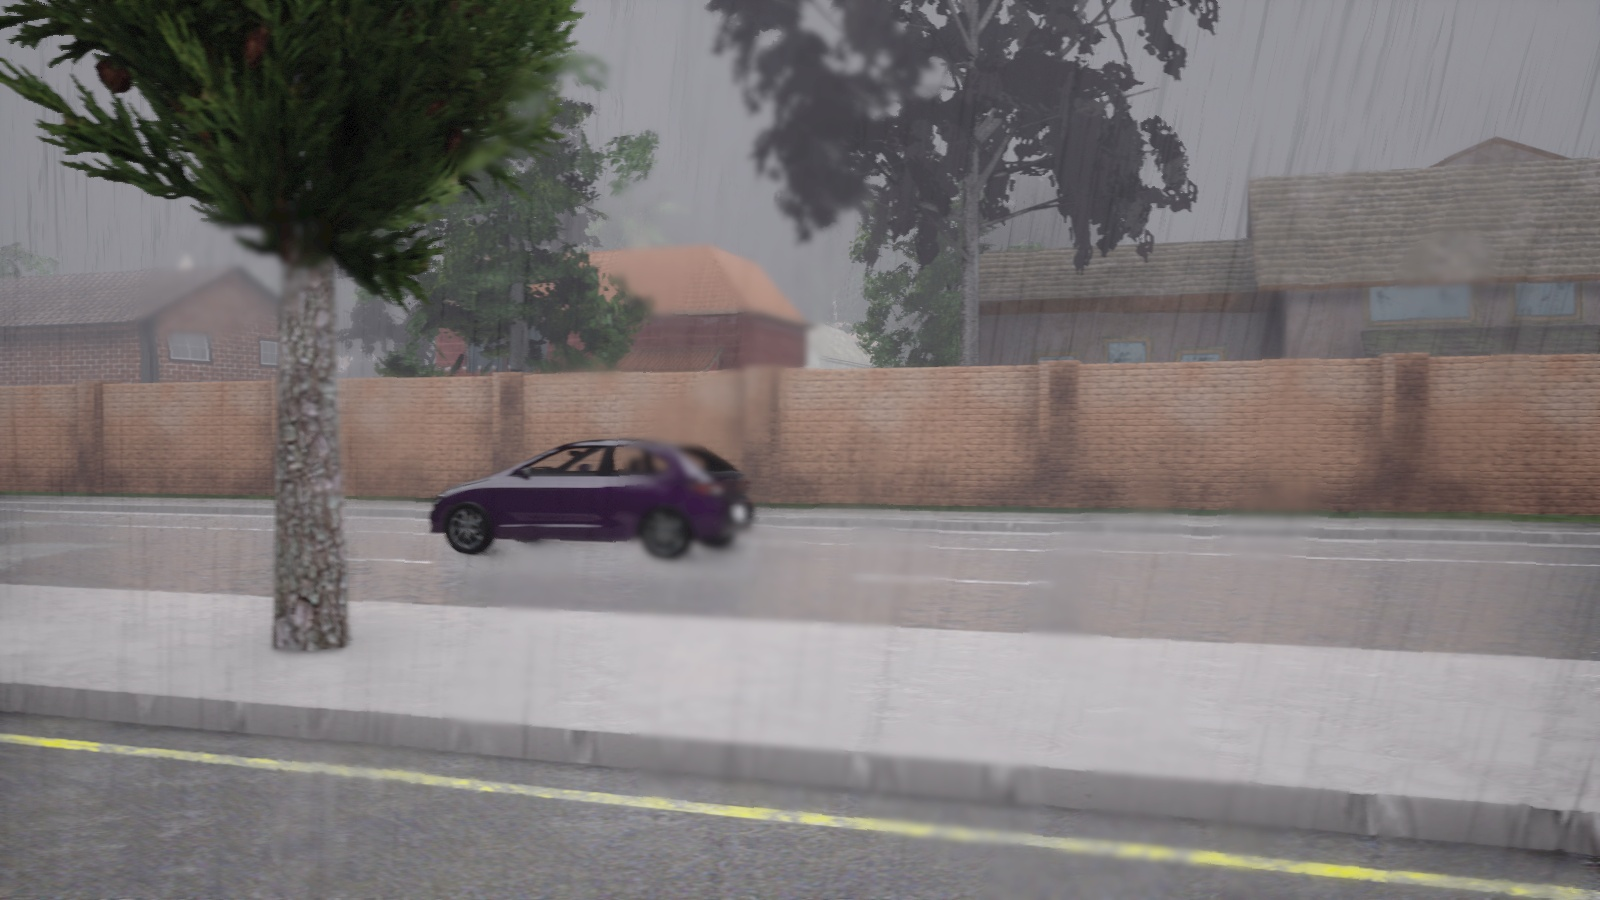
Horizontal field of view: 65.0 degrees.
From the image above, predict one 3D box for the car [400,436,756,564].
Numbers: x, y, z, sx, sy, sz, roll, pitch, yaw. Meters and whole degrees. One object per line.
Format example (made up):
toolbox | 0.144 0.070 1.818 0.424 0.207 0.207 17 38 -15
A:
car | -2.852 0.569 16.285 4.193 1.474 1.816 1 1 19
